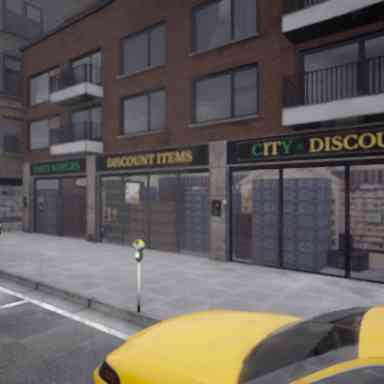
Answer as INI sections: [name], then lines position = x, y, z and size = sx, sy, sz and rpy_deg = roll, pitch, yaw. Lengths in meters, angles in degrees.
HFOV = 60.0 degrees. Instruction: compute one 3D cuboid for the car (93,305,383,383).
[car]
position = 1.533, 1.457, 2.127
size = 5.366, 1.575, 1.801
rpy_deg = 0, 0, 37
